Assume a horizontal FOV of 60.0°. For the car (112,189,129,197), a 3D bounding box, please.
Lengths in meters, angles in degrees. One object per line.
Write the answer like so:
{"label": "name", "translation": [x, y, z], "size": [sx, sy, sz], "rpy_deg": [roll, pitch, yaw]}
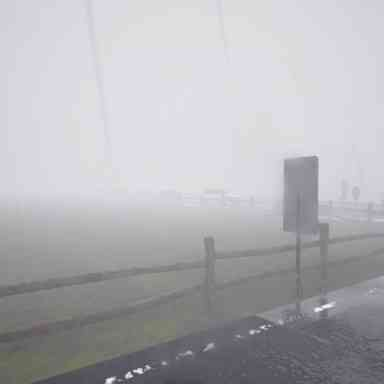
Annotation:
{"label": "car", "translation": [-14.064, 0.120, 65.481], "size": [2.128, 1.511, 4.902], "rpy_deg": [1, 1, -35]}

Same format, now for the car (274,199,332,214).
{"label": "car", "translation": [9.053, 1.086, 27.445], "size": [1.882, 1.535, 5.008], "rpy_deg": [1, 1, -35]}

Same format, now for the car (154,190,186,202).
{"label": "car", "translation": [-2.728, 0.488, 44.244], "size": [2.097, 1.767, 4.553], "rpy_deg": [1, 1, -35]}

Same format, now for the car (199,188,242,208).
{"label": "car", "translation": [2.999, 0.585, 36.074], "size": [2.150, 2.045, 5.566], "rpy_deg": [1, 1, -35]}

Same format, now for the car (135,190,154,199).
{"label": "car", "translation": [-8.043, 0.342, 56.917], "size": [1.882, 1.535, 5.008], "rpy_deg": [1, 1, -35]}
